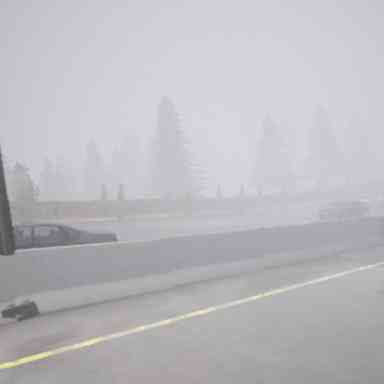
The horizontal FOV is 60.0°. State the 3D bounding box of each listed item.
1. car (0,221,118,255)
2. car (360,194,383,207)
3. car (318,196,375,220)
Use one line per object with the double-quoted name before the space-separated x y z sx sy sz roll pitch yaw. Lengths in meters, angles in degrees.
"car" -4.705 1.538 9.233 5.357 1.411 2.033 -1 0 -35
"car" 17.967 0.930 33.972 4.674 1.442 1.812 -4 2 -35
"car" 11.462 1.316 25.047 4.892 1.490 1.837 -1 1 -35
